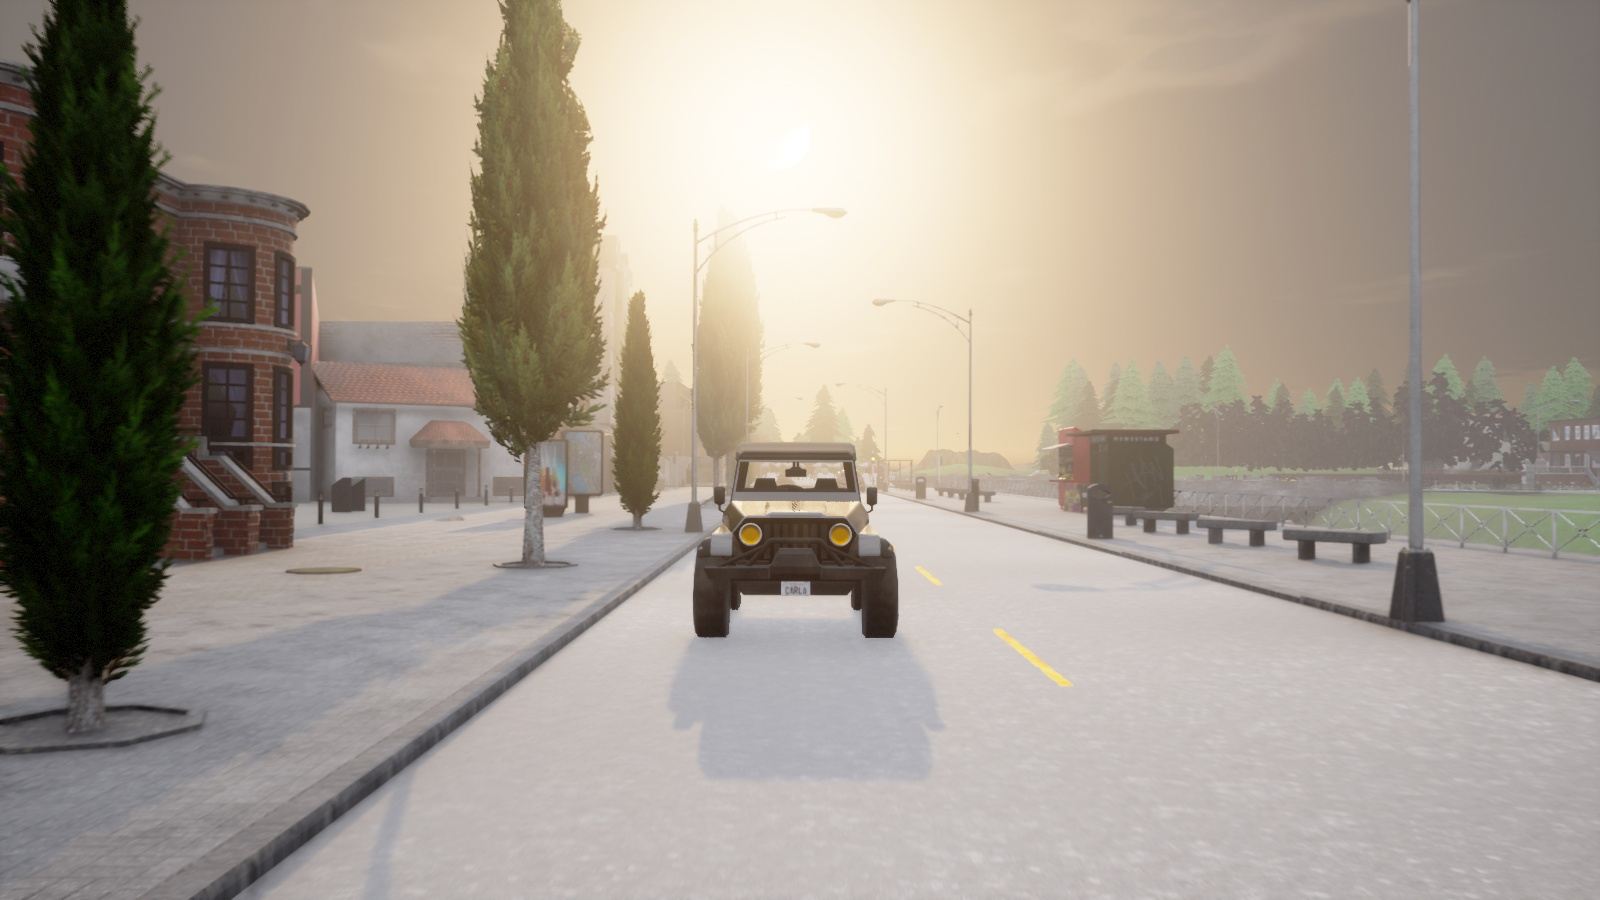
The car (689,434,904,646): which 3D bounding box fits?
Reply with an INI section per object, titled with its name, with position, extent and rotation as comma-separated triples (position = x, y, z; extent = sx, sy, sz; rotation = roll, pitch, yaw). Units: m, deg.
[car]
position = -0.035, 0.830, 13.082
extent = 1.905, 1.878, 3.866
rotation = 0, -1, 0
